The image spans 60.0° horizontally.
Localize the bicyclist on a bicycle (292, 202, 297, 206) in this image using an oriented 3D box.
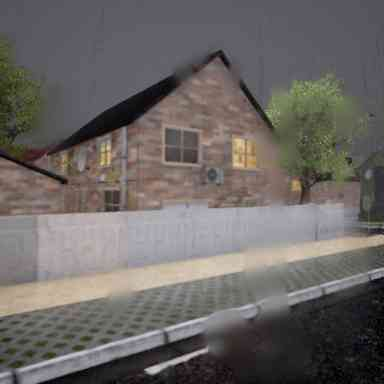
[{"bbox_3d":[9.918,1.818,32.227,1.656,1.620,0.582,-2,1,-35],"label":"bicyclist on a bicycle"}]
